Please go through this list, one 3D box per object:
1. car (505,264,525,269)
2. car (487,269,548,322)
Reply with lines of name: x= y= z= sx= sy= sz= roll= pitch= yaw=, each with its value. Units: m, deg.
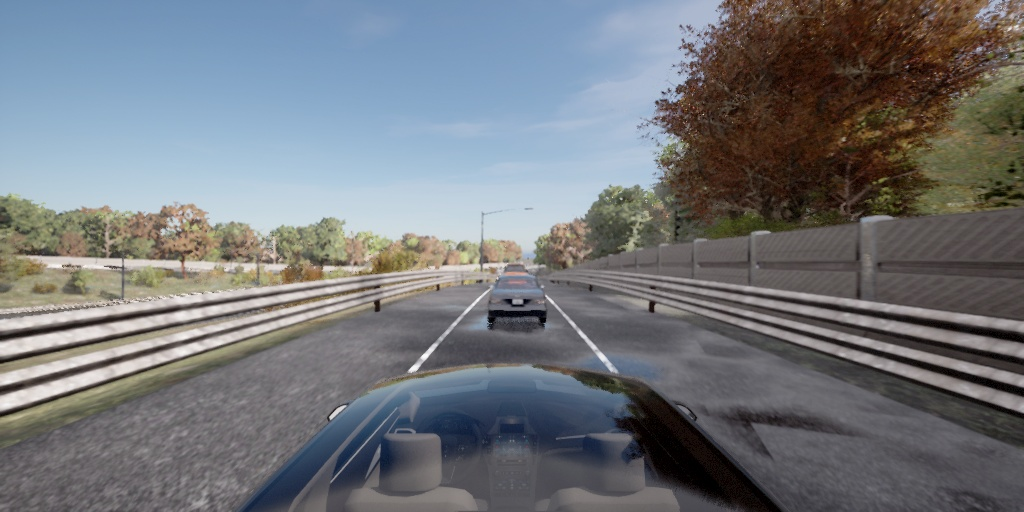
car: x=0.197 y=1.528 z=26.761 sx=2.097 sy=1.767 sz=4.553 roll=0 pitch=-2 yaw=0
car: x=0.169 y=1.338 z=12.383 sx=2.033 sy=1.411 sz=5.357 roll=0 pitch=-1 yaw=0
